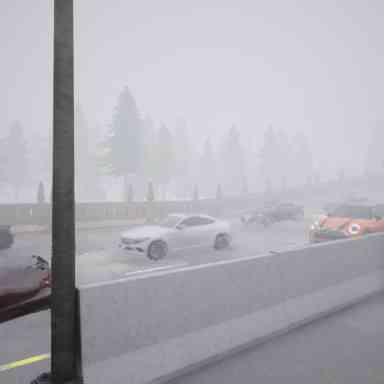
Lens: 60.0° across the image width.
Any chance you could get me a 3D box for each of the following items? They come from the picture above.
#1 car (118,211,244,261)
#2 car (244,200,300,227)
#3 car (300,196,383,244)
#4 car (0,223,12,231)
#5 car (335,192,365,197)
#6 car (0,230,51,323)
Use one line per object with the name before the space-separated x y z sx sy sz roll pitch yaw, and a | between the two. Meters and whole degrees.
car | -0.438 1.528 12.512 4.674 1.442 1.812 0 0 -38
car | 5.199 1.291 21.270 4.902 1.511 2.128 -3 2 -37
car | 6.832 1.262 13.693 4.553 1.767 2.097 -2 1 -38
car | -8.503 1.508 10.719 4.892 1.490 1.837 0 0 -38
car | 12.435 0.779 26.689 4.674 1.442 1.812 -6 3 -37
car | -4.814 1.548 4.726 5.357 1.411 2.033 0 0 -38
